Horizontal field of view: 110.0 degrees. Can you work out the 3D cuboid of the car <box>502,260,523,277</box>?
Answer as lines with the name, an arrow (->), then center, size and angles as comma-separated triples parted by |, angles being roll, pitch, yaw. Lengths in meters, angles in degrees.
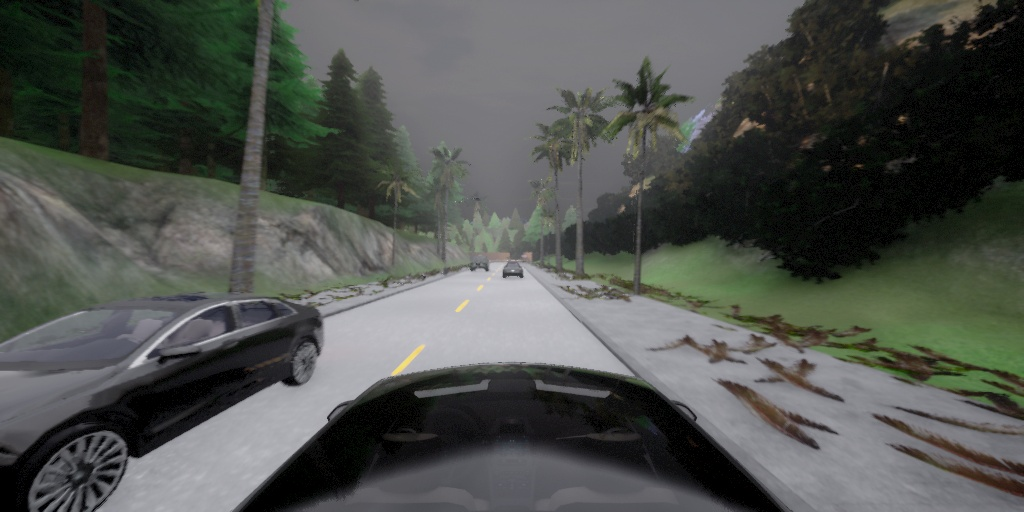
car -> 0.080, 1.315, 34.738 | 1.994, 1.385, 4.181 | 0, 0, 0

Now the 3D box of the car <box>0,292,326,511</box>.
car -> -4.101, 1.241, 4.152 | 2.128, 1.511, 4.902 | 0, 0, 0

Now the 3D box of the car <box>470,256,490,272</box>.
car -> -4.074, 0.971, 46.010 | 2.150, 2.045, 5.566 | 0, 0, 0
